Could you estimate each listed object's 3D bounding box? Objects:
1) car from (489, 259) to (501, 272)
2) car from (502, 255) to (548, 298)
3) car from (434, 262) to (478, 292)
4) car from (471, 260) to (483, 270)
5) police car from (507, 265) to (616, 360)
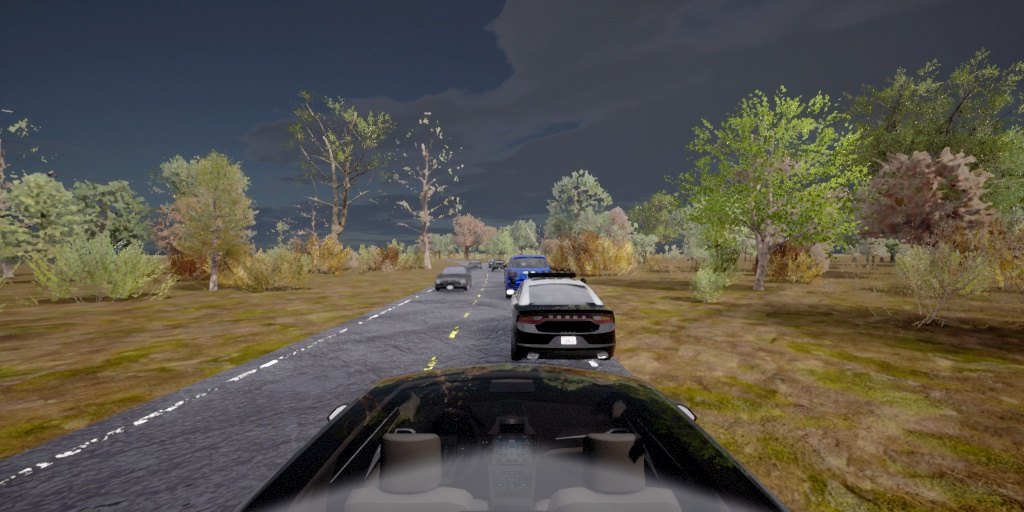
[{"bbox_3d":[-1.737,1.254,46.942,1.837,1.490,4.892,0,0,-5],"label":"car"},{"bbox_3d":[0.736,0.972,18.411,2.150,2.045,5.566,0,0,-2],"label":"car"},{"bbox_3d":[-3.388,1.296,21.755,2.033,1.411,5.357,0,0,-2],"label":"car"},{"bbox_3d":[-5.254,1.316,51.532,1.994,1.385,4.181,0,0,-6],"label":"car"},{"bbox_3d":[0.908,1.174,8.443,1.930,1.638,5.238,0,0,0],"label":"police car"}]
